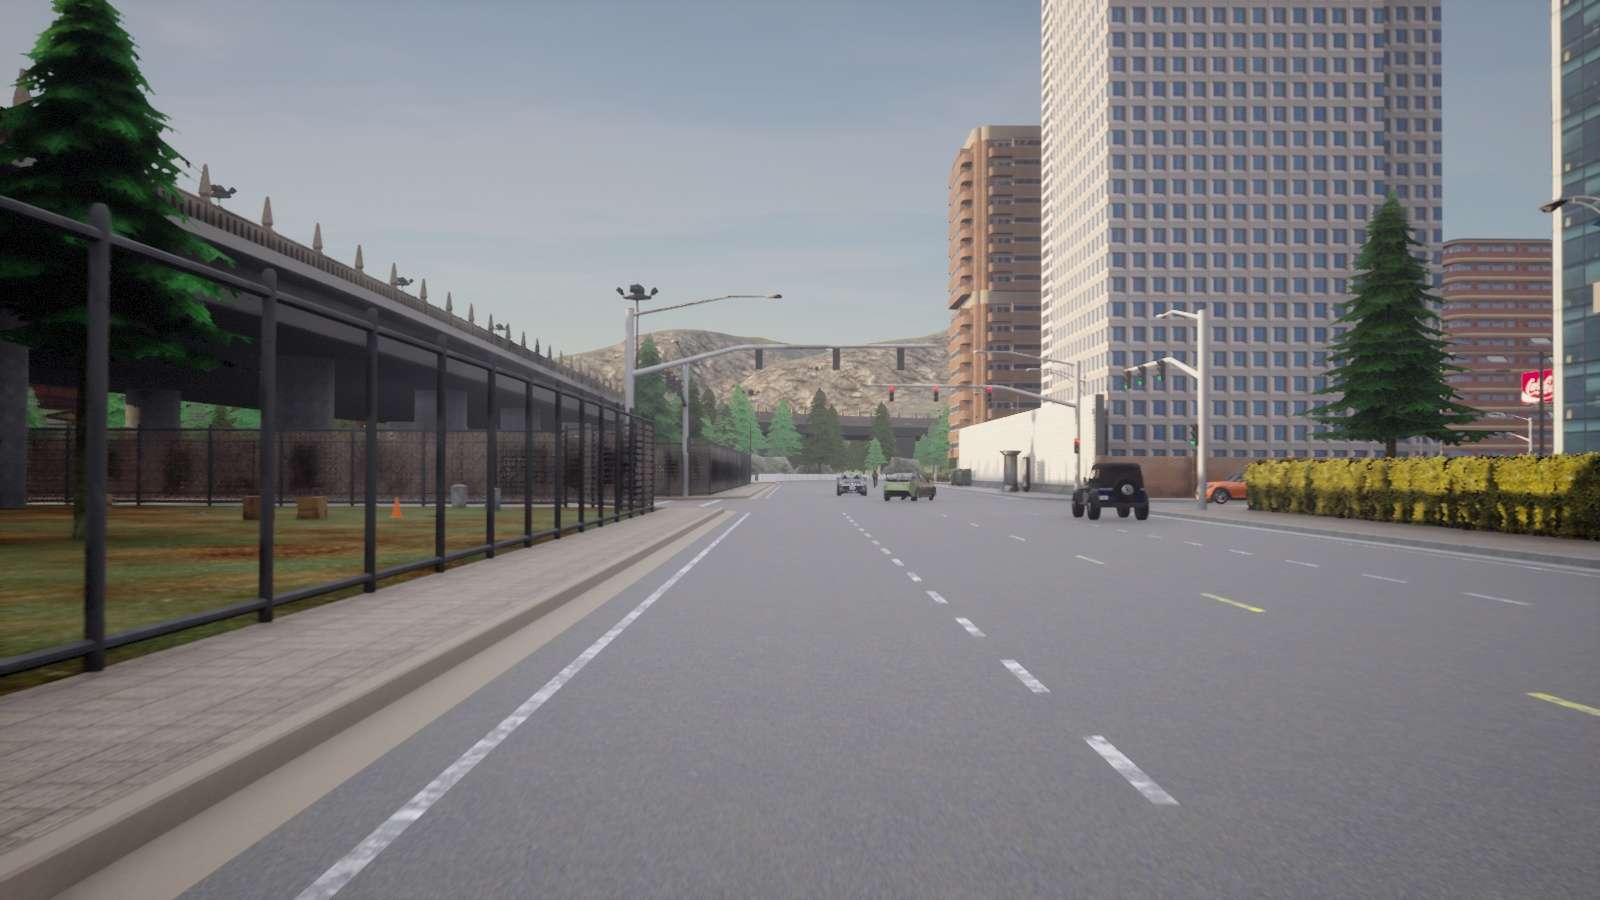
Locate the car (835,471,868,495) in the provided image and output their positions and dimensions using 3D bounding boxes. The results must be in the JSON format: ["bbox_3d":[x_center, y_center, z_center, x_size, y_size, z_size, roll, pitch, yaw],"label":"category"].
[{"bbox_3d":[3.303,2.115,80.527,1.970,1.475,3.806,0,-1,0],"label":"car"}]

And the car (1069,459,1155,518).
[{"bbox_3d":[10.395,1.274,42.108,1.905,1.878,3.866,0,-1,0],"label":"car"}]

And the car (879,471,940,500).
[{"bbox_3d":[5.944,1.895,67.825,2.007,1.525,4.514,0,-1,23],"label":"car"}]

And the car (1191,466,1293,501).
[{"bbox_3d":[22.887,1.728,65.169,4.553,1.767,2.097,0,-1,0],"label":"car"}]
